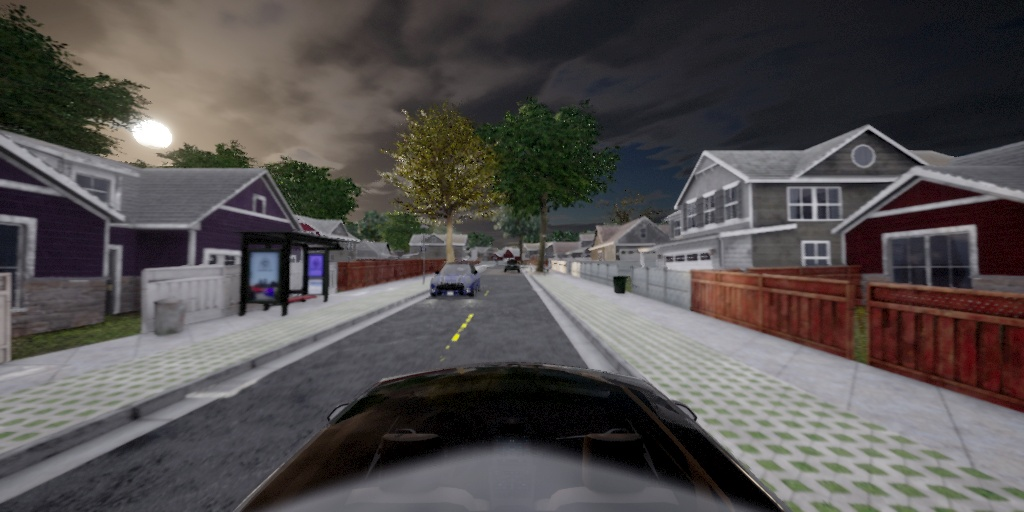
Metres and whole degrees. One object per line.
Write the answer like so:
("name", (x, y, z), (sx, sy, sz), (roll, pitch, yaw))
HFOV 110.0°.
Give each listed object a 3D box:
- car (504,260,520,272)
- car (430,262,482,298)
("car", (0.015, 1.255, 48.234), (2.097, 1.767, 4.553), (0, 0, 0))
("car", (-2.798, 1.125, 18.613), (2.097, 1.767, 4.553), (0, 0, 0))
